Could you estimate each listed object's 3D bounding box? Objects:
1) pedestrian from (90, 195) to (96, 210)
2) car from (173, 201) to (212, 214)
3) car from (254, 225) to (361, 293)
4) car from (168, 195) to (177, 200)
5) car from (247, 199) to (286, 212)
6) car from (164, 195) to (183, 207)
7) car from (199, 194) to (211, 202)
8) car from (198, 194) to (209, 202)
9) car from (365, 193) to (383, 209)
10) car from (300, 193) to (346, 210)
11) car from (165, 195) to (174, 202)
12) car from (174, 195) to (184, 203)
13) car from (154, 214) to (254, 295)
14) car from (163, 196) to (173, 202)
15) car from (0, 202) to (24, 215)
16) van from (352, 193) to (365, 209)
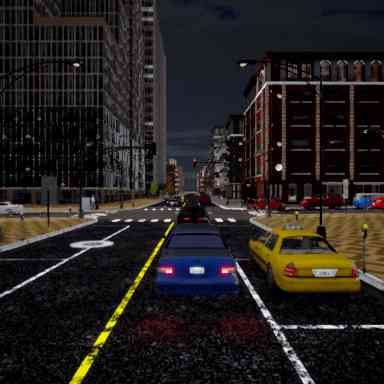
[{"bbox_3d":[-12.354,1.270,41.567,0.375,1.860,0.375,0,1,-1],"label":"pedestrian"},{"bbox_3d":[0.081,1.505,18.622,1.837,1.490,4.892,0,0,0],"label":"car"},{"bbox_3d":[2.563,1.525,8.732,1.752,1.417,4.829,0,0,0],"label":"car"},{"bbox_3d":[-5.329,1.558,91.343,2.008,1.369,4.403,0,0,0],"label":"car"},{"bbox_3d":[8.173,1.438,36.814,4.181,1.385,1.994,-1,0,5],"label":"car"},{"bbox_3d":[-2.851,1.493,51.221,2.128,1.511,4.902,0,0,0],"label":"car"},{"bbox_3d":[2.555,1.318,63.379,2.192,1.841,5.009,0,0,0],"label":"car"},{"bbox_3d":[2.553,1.320,74.565,2.192,1.841,5.009,0,0,0],"label":"car"},{"bbox_3d":[22.695,0.905,36.556,5.566,2.045,2.150,-2,0,-1],"label":"car"},{"bbox_3d":[15.308,1.095,38.925,5.009,1.841,2.192,-1,1,-1],"label":"car"},{"bbox_3d":[-5.328,1.550,80.157,1.887,1.381,4.507,0,0,0],"label":"car"},{"bbox_3d":[-2.760,1.482,71.334,1.882,1.535,5.008,0,0,0],"label":"car"},{"bbox_3d":[0.096,1.547,8.881,2.033,1.411,5.357,0,0,0],"label":"car"},{"bbox_3d":[-5.327,1.556,74.564,2.008,1.369,4.403,0,0,0],"label":"car"},{"bbox_3d":[-20.727,1.776,36.048,4.674,1.442,1.812,-1,0,-1],"label":"car"},{"bbox_3d":[20.964,1.050,38.986,3.998,1.788,1.690,-1,1,-1],"label":"van"}]
